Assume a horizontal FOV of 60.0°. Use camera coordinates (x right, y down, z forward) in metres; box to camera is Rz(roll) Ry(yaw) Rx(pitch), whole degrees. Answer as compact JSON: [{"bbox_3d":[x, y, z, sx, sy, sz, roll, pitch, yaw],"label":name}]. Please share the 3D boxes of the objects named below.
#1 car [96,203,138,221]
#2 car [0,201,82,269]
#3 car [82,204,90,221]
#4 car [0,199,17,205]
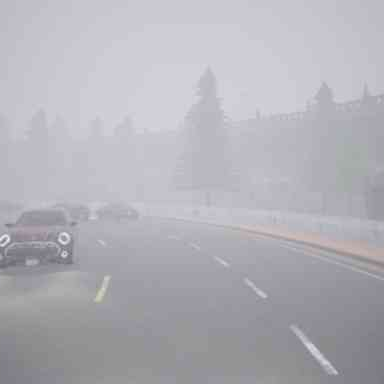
[{"bbox_3d":[-6.101,1.547,26.855,1.994,1.385,4.181,0,0,-41],"label":"car"},{"bbox_3d":[-5.020,1.344,11.308,2.097,1.767,4.553,0,0,-16],"label":"car"},{"bbox_3d":[-9.790,1.490,25.986,4.892,1.490,1.837,1,0,44],"label":"car"},{"bbox_3d":[-20.520,1.503,36.301,4.674,1.442,1.812,0,0,20],"label":"car"}]
